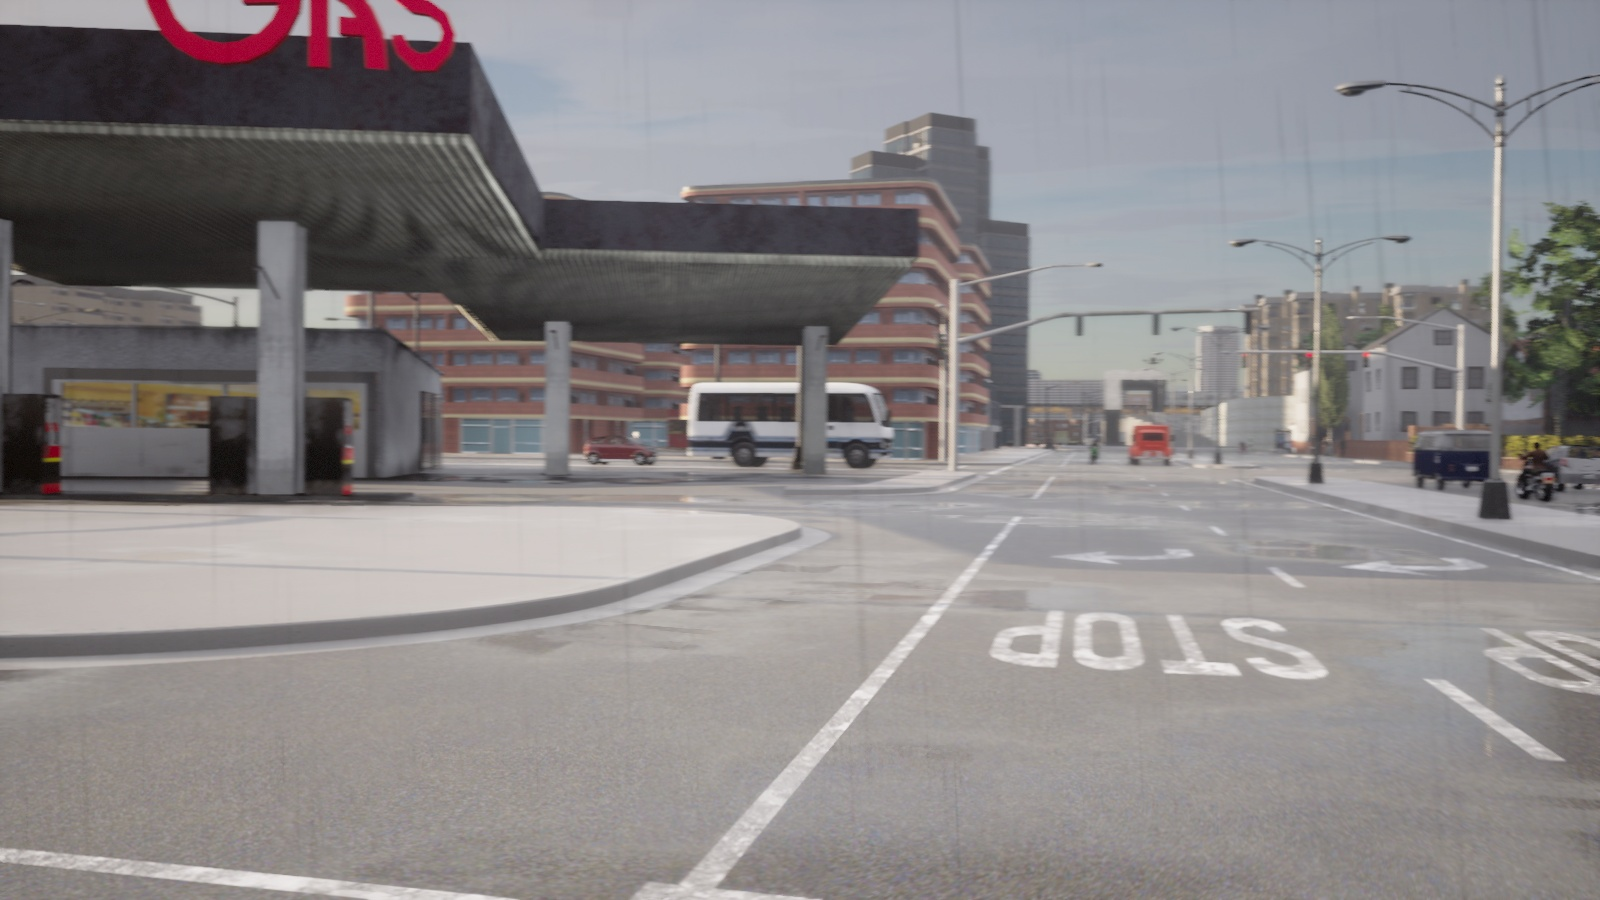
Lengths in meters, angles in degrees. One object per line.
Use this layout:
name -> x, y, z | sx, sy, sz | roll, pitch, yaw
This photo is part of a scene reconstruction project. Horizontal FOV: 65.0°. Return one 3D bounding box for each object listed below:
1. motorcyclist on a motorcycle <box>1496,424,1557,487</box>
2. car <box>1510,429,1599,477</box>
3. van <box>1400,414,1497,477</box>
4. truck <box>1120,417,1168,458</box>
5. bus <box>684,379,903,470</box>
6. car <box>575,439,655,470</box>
motorcyclist on a motorcycle -> 19.917, 0.140, 34.468 | 0.766, 1.649, 2.350 | -1, 0, 12
car -> 25.036, 0.067, 41.416 | 1.845, 1.501, 3.633 | -1, 1, 12
van -> 21.568, -0.156, 41.954 | 1.775, 1.987, 4.442 | -1, 1, 12
truck -> 21.374, -0.774, 78.181 | 2.627, 2.467, 5.204 | -1, 1, 13
bus -> -0.257, -1.230, 62.684 | 10.273, 4.253, 3.944 | -1, 1, 12
car -> -9.501, 0.221, 64.586 | 3.705, 1.549, 1.789 | -1, 1, 11
